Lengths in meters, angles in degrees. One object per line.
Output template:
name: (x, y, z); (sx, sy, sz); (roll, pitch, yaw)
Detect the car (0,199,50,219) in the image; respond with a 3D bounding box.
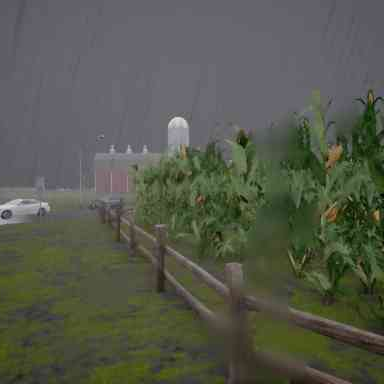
car: (-13.663, 1.283, 26.491); (1.812, 1.442, 4.674); (-1, 1, 31)

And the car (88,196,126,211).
car: (-8.833, 1.158, 34.710); (1.994, 1.385, 4.181); (-1, 1, 29)
